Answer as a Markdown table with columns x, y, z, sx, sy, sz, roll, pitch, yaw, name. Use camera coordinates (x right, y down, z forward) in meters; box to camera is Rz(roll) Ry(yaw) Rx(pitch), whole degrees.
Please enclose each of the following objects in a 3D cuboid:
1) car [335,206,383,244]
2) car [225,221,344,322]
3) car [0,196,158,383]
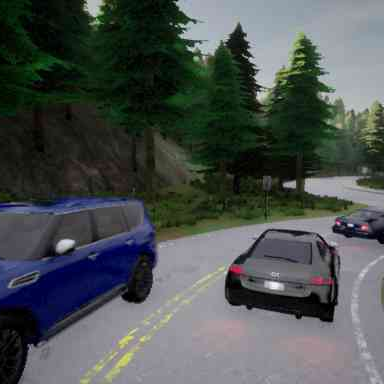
| x | y | z | sx | sy | sz | roll | pitch | yaw | name |
| --- | --- | --- | --- | --- | --- | --- | --- | --- | --- |
| 8.598 | 1.372 | 14.967 | 5.357 | 1.411 | 2.033 | -1 | 5 | -33 | car |
| 2.213 | 1.532 | 7.444 | 1.994 | 1.385 | 4.181 | 2 | 2 | 24 | car |
| -2.426 | 1.138 | 5.389 | 2.150 | 2.045 | 5.566 | 1 | 1 | 18 | car |
